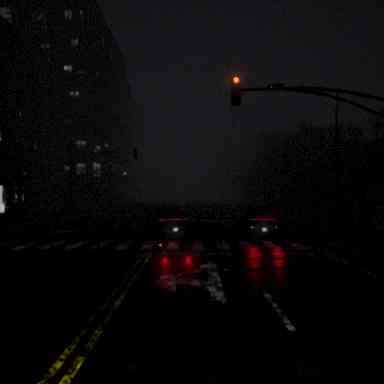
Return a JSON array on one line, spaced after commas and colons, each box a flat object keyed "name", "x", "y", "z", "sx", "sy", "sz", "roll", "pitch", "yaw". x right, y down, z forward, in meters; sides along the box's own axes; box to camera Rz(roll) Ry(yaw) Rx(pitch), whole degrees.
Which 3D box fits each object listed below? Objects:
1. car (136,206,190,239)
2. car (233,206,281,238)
[{"name": "car", "x": -1.610, "y": 1.493, "z": 17.423, "sx": 2.128, "sy": 1.511, "sz": 4.902, "roll": 0, "pitch": 0, "yaw": -21}, {"name": "car", "x": 3.345, "y": 1.480, "z": 17.667, "sx": 2.128, "sy": 1.511, "sz": 4.902, "roll": 0, "pitch": 0, "yaw": 0}]
